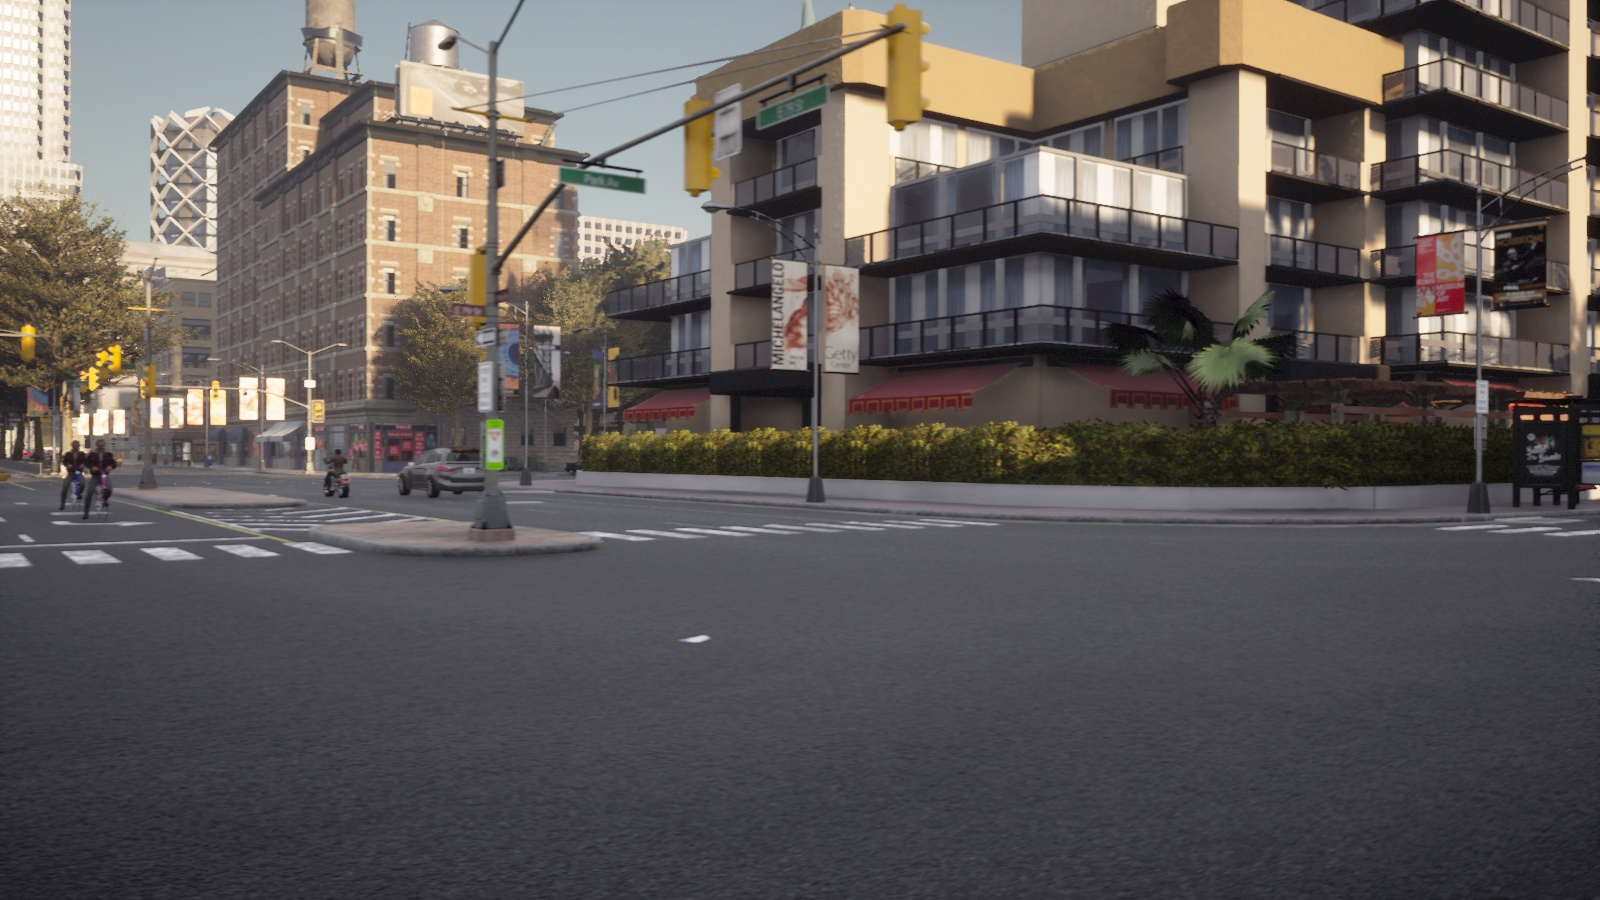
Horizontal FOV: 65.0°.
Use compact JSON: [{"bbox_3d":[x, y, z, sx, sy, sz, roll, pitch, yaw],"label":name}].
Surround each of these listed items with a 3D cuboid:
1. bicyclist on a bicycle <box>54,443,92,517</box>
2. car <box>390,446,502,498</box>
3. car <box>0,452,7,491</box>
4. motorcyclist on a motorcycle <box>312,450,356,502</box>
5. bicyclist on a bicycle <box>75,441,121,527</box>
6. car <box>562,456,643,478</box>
[{"bbox_3d":[-18.115,0.730,31.276,0.659,1.776,1.843,0,0,-35],"label":"bicyclist on a bicycle"},{"bbox_3d":[-12.085,0.719,42.653,2.242,1.667,4.611,0,0,-35],"label":"car"},{"bbox_3d":[-34.918,0.881,50.172,5.366,1.575,1.801,0,0,-36],"label":"car"},{"bbox_3d":[-15.248,0.828,41.066,0.766,1.649,2.350,0,0,-35],"label":"motorcyclist on a motorcycle"},{"bbox_3d":[-15.163,0.714,27.110,0.659,1.776,1.843,0,0,-35],"label":"bicyclist on a bicycle"},{"bbox_3d":[-12.447,1.066,79.206,4.718,1.301,1.895,0,0,-36],"label":"car"}]
